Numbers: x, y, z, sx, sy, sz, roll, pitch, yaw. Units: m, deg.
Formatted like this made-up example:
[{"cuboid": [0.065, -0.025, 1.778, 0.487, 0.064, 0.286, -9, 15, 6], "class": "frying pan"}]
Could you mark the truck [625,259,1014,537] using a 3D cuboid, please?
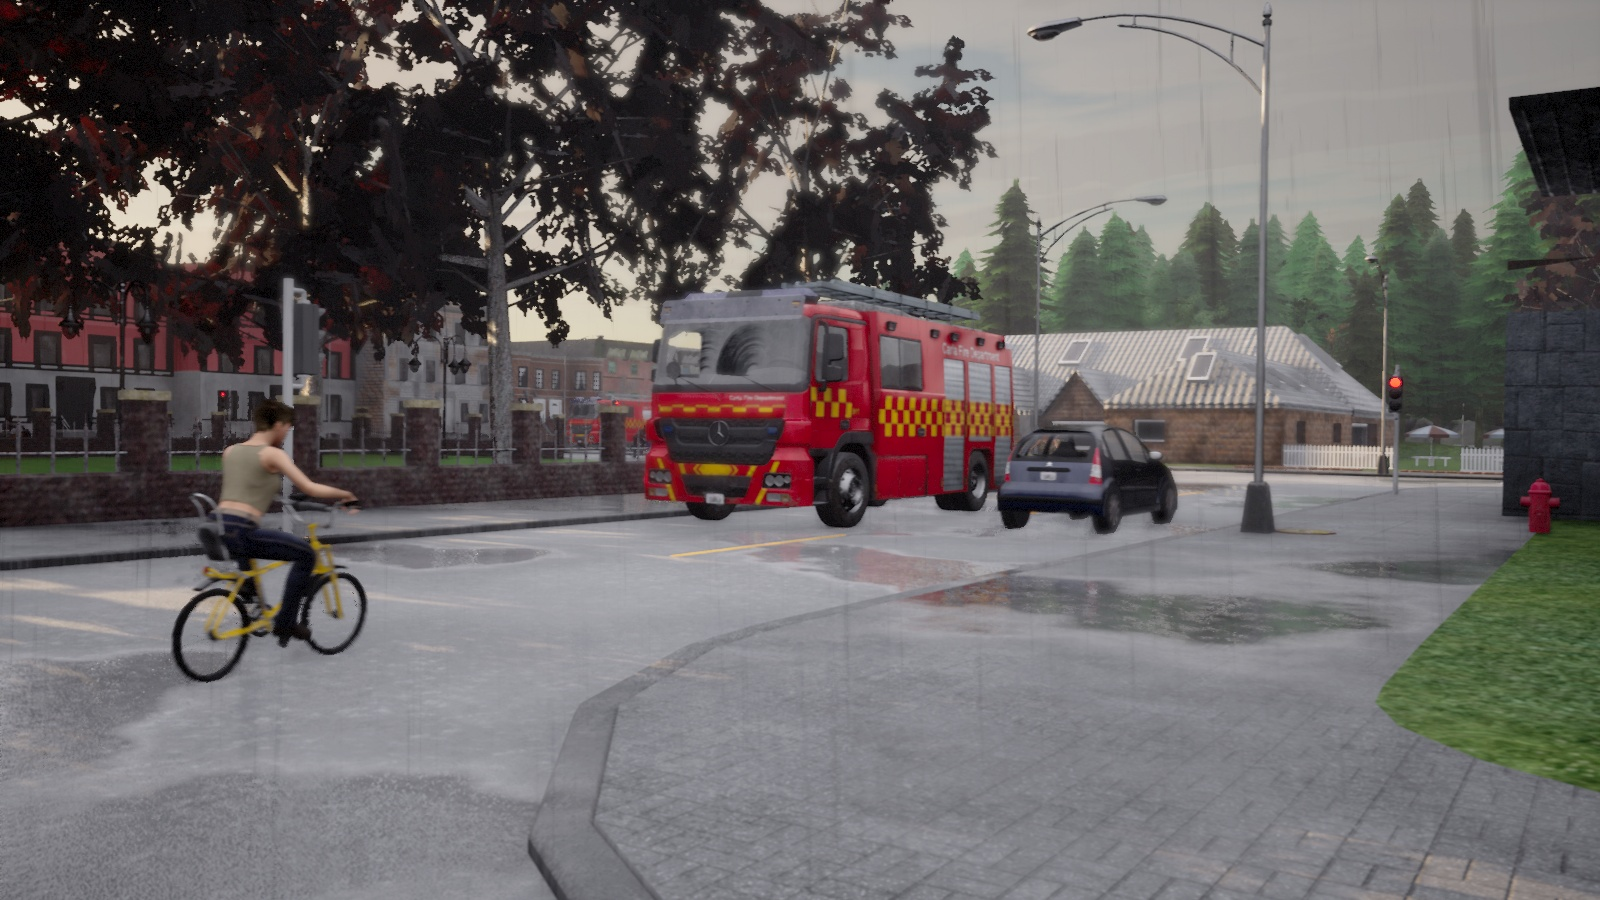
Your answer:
[{"cuboid": [0.792, -0.787, 21.629, 2.891, 3.827, 8.468, 0, 1, 30], "class": "truck"}]

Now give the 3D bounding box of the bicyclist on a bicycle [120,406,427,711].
[{"cuboid": [-3.106, 0.562, 7.552, 0.866, 1.612, 1.509, 2, 2, 23], "class": "bicyclist on a bicycle"}]

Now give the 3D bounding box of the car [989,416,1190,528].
[{"cuboid": [4.742, 0.279, 20.165, 1.851, 1.617, 3.988, 0, 1, 34], "class": "car"}]

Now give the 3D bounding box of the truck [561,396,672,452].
[{"cuboid": [-13.013, -1.822, 89.919, 2.891, 3.827, 8.468, 0, 1, 33], "class": "truck"}]
